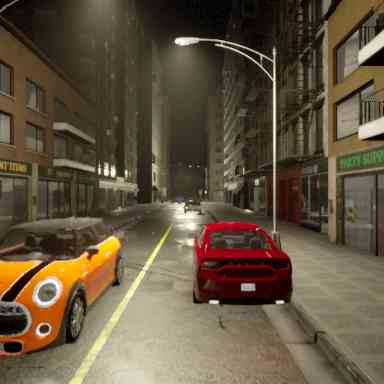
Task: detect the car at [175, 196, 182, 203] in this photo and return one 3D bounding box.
[{"bbox_3d":[-2.734,1.619,74.786,1.882,1.535,5.008,0,0,0],"label":"car"}]

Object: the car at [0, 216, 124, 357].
[{"bbox_3d":[-2.748,1.358,6.394,2.097,1.767,4.553,0,0,0],"label":"car"}]

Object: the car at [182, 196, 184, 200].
[{"bbox_3d":[0.037,1.561,46.698,2.128,1.511,4.902,0,0,0],"label":"car"}]

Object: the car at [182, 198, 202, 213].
[{"bbox_3d":[0.085,1.651,36.623,1.895,1.301,4.718,0,0,0],"label":"car"}]

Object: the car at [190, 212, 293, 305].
[{"bbox_3d":[0.964,1.487,8.188,1.882,1.535,5.008,0,0,0],"label":"car"}]
